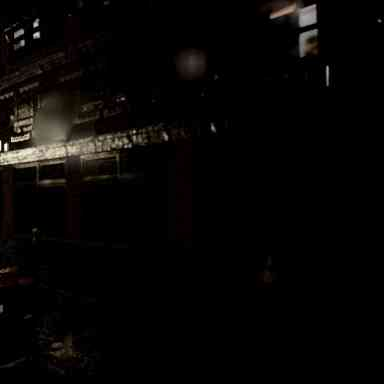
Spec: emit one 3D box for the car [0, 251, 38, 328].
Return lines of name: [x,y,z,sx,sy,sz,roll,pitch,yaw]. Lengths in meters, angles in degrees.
car: [-4.590,1.533,6.002,4.507,1.381,1.887,0,-1,35]
